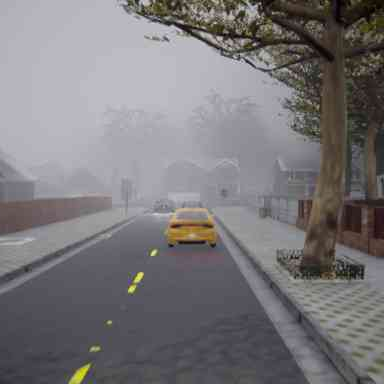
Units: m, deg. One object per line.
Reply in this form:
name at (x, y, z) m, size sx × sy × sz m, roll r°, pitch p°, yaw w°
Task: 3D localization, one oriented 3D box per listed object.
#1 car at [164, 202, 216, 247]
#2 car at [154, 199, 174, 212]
car at (0.001, 1.426, 14.624) m, size 1.882 × 1.535 × 5.008 m, roll 0°, pitch 0°, yaw 0°
car at (-2.749, 1.382, 34.628) m, size 1.994 × 1.385 × 4.181 m, roll 0°, pitch 0°, yaw 0°
